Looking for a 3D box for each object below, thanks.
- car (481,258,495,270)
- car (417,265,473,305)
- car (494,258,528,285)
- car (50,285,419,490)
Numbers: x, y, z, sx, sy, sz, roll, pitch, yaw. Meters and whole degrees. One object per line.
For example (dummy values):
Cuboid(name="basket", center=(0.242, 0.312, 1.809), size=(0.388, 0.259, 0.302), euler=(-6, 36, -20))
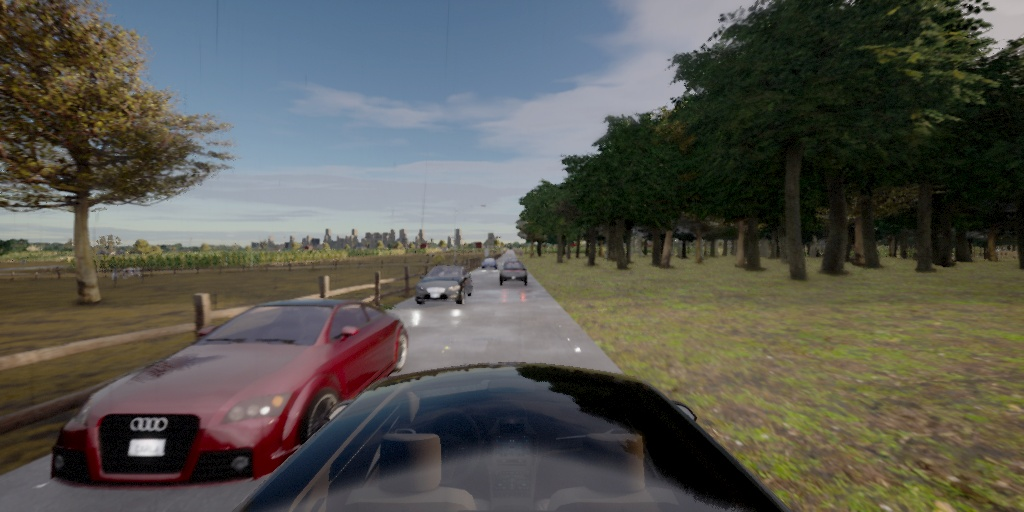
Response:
Cuboid(name="car", center=(-2.829, 0.995, 45.568), size=(1.812, 1.442, 4.674), euler=(0, 0, 0))
Cuboid(name="car", center=(-2.810, 1.177, 15.677), size=(2.128, 1.511, 4.902), euler=(0, 0, 0))
Cuboid(name="car", center=(0.097, 1.127, 24.667), size=(2.128, 1.511, 4.902), euler=(0, 0, 0))
Cuboid(name="car", center=(-2.841, 1.300, 4.790), size=(1.994, 1.385, 4.181), euler=(0, 0, 0))
